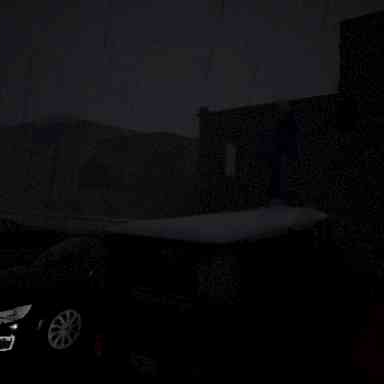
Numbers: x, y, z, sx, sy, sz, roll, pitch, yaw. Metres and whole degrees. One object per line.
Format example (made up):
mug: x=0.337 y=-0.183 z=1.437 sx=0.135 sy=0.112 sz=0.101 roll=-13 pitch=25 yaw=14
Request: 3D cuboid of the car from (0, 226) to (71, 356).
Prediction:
car: x=-1.602 y=1.476 z=6.298 sx=2.231 sy=1.521 sz=4.892 roll=0 pitch=0 yaw=36

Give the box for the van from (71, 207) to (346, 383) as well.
van: x=0.829 y=1.252 z=4.699 sx=1.878 sy=1.987 sz=4.442 roll=0 pitch=0 yaw=36

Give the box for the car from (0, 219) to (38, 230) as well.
car: x=-3.855 y=1.502 z=7.933 sx=2.163 sy=1.488 sz=4.792 roll=0 pitch=0 yaw=36
